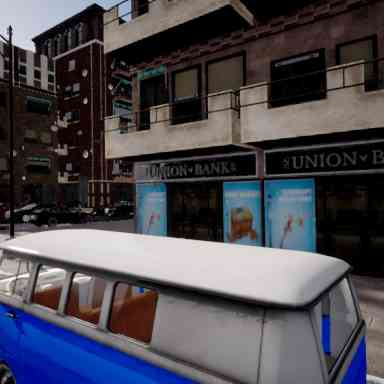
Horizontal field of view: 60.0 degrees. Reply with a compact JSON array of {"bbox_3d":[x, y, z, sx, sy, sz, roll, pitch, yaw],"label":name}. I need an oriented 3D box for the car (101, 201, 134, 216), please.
[{"bbox_3d":[-6.919,1.675,34.563,2.128,1.511,4.902,-1,-1,36],"label":"car"}]

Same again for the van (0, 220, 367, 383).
[{"bbox_3d":[-0.491,1.342,3.200,3.998,1.788,1.690,0,-1,35],"label":"van"}]

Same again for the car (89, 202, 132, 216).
[{"bbox_3d":[-8.799,1.799,36.389,1.947,1.339,4.313,-2,-1,36],"label":"car"}]

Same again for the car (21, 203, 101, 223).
[{"bbox_3d":[-8.668,1.584,22.338,1.947,1.339,4.313,-2,-1,36],"label":"car"}]

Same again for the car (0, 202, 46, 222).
[{"bbox_3d":[-12.462,1.636,26.961,1.837,1.490,4.892,-1,-1,36],"label":"car"}]
